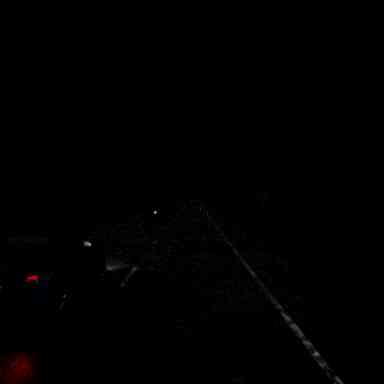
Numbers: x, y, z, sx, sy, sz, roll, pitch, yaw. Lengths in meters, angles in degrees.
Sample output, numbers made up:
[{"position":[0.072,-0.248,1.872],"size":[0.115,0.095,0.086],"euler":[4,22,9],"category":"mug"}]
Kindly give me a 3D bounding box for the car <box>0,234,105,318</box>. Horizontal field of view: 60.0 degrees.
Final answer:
[{"position":[-3.404,1.645,7.677],"size":[1.994,1.385,4.181],"euler":[0,-1,0],"category":"car"}]

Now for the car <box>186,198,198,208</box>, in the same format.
[{"position":[0.028,2.189,59.690],"size":[1.994,1.385,4.181],"euler":[0,-1,1],"category":"car"}]

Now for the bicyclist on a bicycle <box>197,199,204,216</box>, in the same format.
[{"position":[0.933,1.822,36.895],"size":[0.866,1.612,1.509],"euler":[0,-1,0],"category":"bicyclist on a bicycle"}]

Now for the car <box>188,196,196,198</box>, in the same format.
[{"position":[-0.012,2.014,75.330],"size":[2.150,2.045,5.566],"euler":[0,-1,0],"category":"car"}]

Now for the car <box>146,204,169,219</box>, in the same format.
[{"position":[-3.407,1.908,32.935],"size":[1.994,1.385,4.181],"euler":[0,-1,0],"category":"car"}]

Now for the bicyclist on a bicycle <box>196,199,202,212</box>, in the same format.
[{"position":[0.958,1.850,45.874],"size":[0.659,1.776,1.843],"euler":[0,0,0],"category":"bicyclist on a bicycle"}]
